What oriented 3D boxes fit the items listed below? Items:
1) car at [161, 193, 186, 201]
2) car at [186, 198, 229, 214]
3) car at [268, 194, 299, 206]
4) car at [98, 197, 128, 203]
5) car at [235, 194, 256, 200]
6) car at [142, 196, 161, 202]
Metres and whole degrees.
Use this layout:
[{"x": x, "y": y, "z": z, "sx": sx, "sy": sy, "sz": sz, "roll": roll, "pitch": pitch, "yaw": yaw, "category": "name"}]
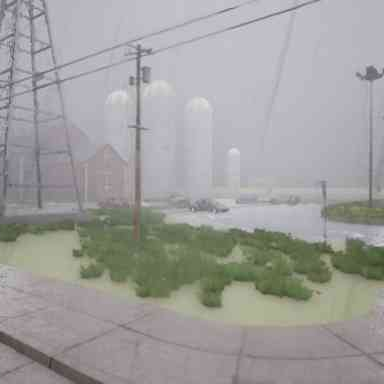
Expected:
[{"x": -2.304, "y": 1.097, "z": 51.483, "sx": 3.866, "sy": 1.878, "sz": 1.905, "roll": 0, "pitch": 0, "yaw": 35, "category": "car"}, {"x": 1.707, "y": 1.398, "z": 33.725, "sx": 3.905, "sy": 1.438, "sz": 1.784, "roll": 0, "pitch": 0, "yaw": 35, "category": "car"}, {"x": 14.396, "y": 1.185, "z": 52.281, "sx": 4.605, "sy": 1.855, "sz": 1.932, "roll": 0, "pitch": 0, "yaw": 35, "category": "car"}, {"x": -9.536, "y": 1.294, "z": 40.091, "sx": 4.193, "sy": 1.474, "sz": 1.816, "roll": 0, "pitch": 0, "yaw": 35, "category": "car"}, {"x": 11.516, "y": 1.263, "z": 71.356, "sx": 4.611, "sy": 1.667, "sz": 2.242, "roll": 0, "pitch": 0, "yaw": 35, "category": "car"}, {"x": -6.525, "y": 1.332, "z": 58.774, "sx": 1.895, "sy": 1.301, "sz": 4.718, "roll": 0, "pitch": 0, "yaw": 35, "category": "car"}]
